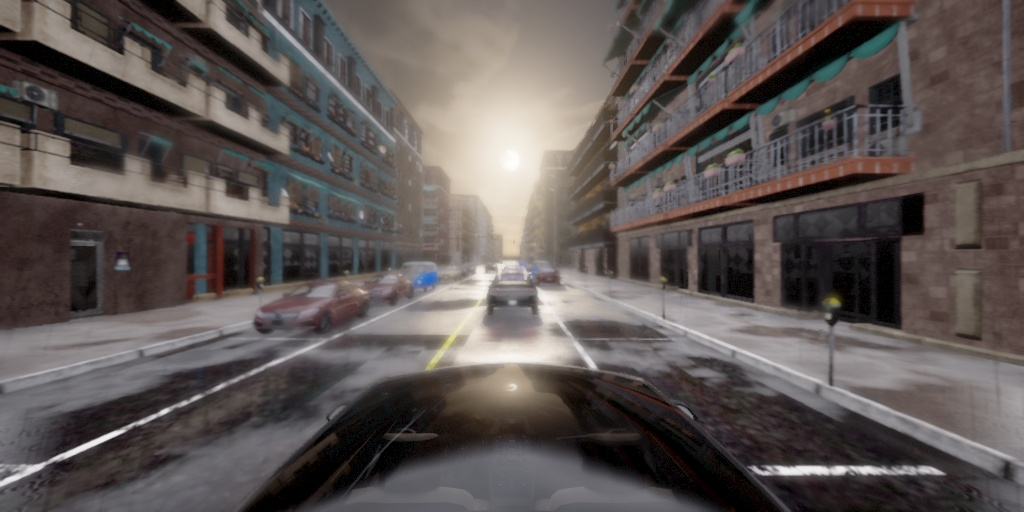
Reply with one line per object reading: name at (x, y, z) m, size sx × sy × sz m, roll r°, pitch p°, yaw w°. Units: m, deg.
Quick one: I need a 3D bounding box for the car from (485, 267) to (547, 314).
car at (0.043, 1.346, 14.237) m, size 2.128 × 1.511 × 4.902 m, roll 0°, pitch 0°, yaw 1°

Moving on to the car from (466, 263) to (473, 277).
car at (-5.696, 1.647, 39.110) m, size 1.948 × 1.339 × 4.313 m, roll 0°, pitch 0°, yaw 0°

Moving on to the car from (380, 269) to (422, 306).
car at (-5.692, 1.455, 16.465) m, size 1.802 × 1.307 × 4.207 m, roll 0°, pitch 0°, yaw 0°

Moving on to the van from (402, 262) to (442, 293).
van at (-5.693, 1.264, 22.127) m, size 1.690 × 1.789 × 3.998 m, roll 0°, pitch 0°, yaw 0°

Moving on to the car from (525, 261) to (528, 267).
car at (2.791, 1.778, 50.403) m, size 1.802 × 1.307 × 4.207 m, roll 0°, pitch 0°, yaw 0°

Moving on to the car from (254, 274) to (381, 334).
car at (-5.691, 1.406, 10.804) m, size 1.802 × 1.307 × 4.207 m, roll 0°, pitch 0°, yaw 0°

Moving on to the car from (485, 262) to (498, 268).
car at (-3.047, 1.831, 53.683) m, size 1.895 × 1.301 × 4.718 m, roll 0°, pitch -1°, yaw 1°

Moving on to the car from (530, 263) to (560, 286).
car at (2.687, 1.520, 27.763) m, size 1.888 × 1.381 × 4.507 m, roll 0°, pitch 0°, yaw 0°

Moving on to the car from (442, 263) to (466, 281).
car at (-5.695, 1.553, 33.279) m, size 1.751 × 1.417 × 4.829 m, roll 0°, pitch 0°, yaw 0°

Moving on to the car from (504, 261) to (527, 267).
car at (0.050, 1.477, 30.433) m, size 1.882 × 1.535 × 5.008 m, roll 0°, pitch 0°, yaw 1°

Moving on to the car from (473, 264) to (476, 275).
car at (-5.739, 1.597, 46.621) m, size 1.967 × 1.591 × 4.097 m, roll 0°, pitch 0°, yaw 0°

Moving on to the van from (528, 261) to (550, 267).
van at (2.686, 1.368, 33.424) m, size 1.690 × 1.789 × 3.998 m, roll 0°, pitch 0°, yaw 0°
